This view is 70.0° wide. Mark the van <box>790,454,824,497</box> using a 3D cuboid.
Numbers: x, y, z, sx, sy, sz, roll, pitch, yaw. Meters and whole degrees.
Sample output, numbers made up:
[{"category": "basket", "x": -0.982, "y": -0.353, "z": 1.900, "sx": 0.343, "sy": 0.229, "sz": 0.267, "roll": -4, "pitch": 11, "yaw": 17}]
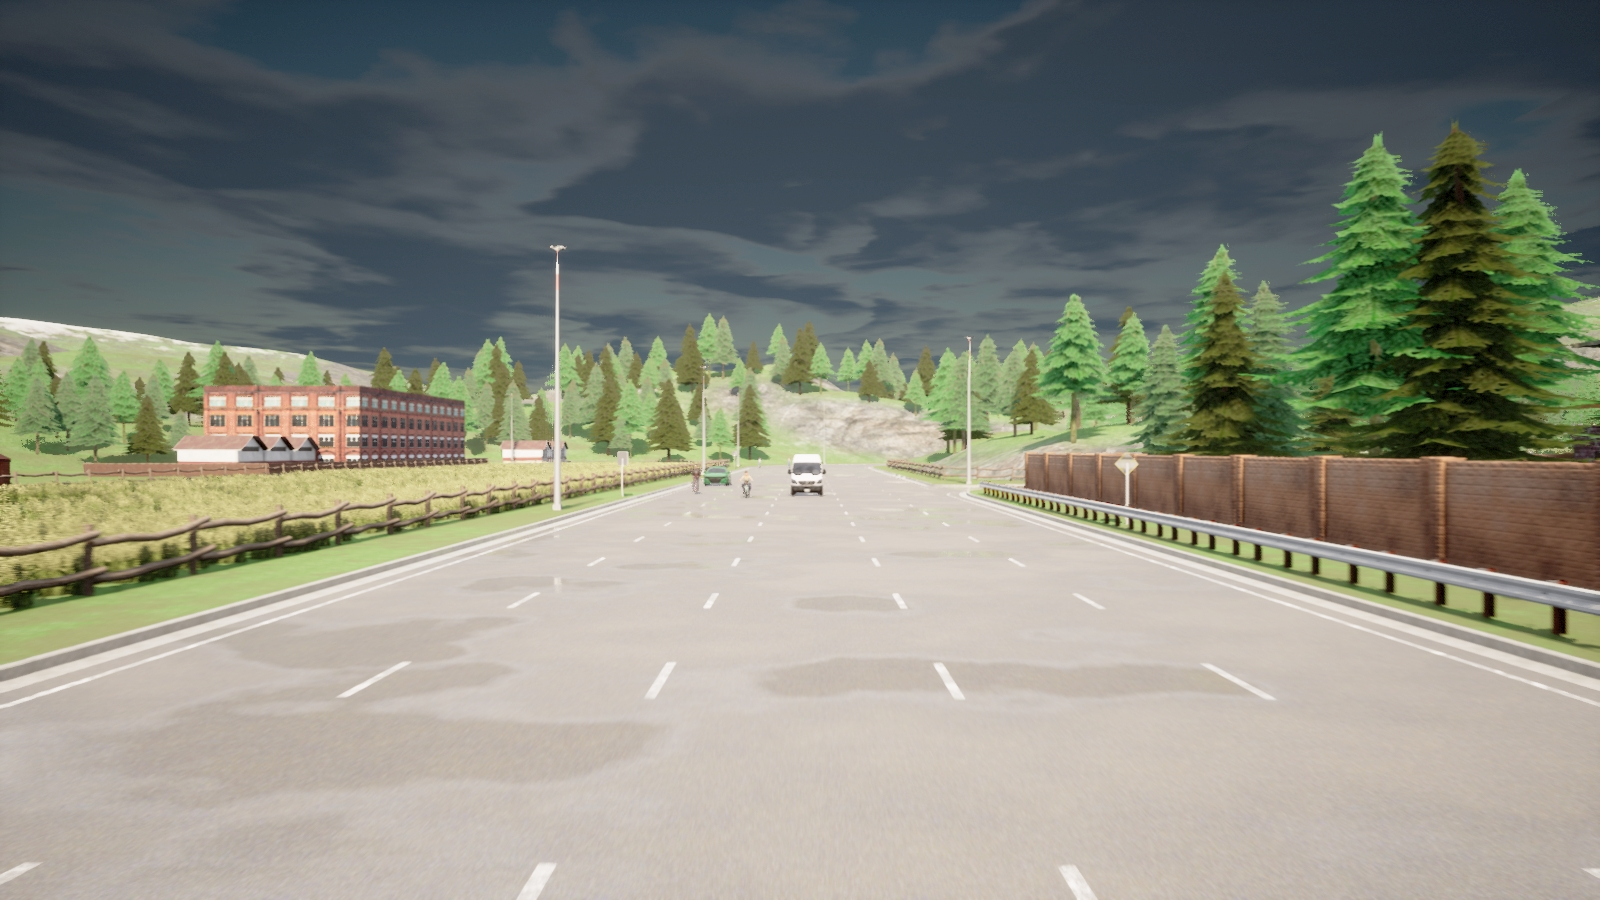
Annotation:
[{"category": "van", "x": 0.438, "y": 1.535, "z": 70.738, "sx": 1.988, "sy": 2.561, "sz": 5.915, "roll": 0, "pitch": 0, "yaw": 0}]

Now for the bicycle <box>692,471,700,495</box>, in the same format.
[{"category": "bicycle", "x": -6.517, "y": 2.060, "z": 71.499, "sx": 0.329, "sy": 1.471, "sz": 1.835, "roll": 0, "pitch": 0, "yaw": 1}]

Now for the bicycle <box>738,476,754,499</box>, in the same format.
[{"category": "bicycle", "x": -3.096, "y": 2.158, "z": 65.935, "sx": 0.859, "sy": 1.276, "sz": 1.487, "roll": 0, "pitch": 0, "yaw": 1}]
